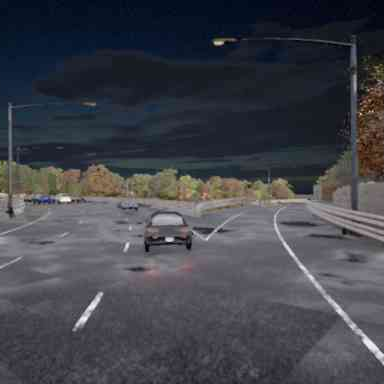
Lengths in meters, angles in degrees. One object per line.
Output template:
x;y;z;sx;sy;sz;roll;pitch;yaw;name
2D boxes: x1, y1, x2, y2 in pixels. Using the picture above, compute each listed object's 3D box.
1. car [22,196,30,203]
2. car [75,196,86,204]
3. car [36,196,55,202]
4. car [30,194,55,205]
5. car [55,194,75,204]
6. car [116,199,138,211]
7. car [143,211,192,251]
-34.661;1.592;70.950;1.895;1.301;4.718;0;0;-45;car
-23.481;1.611;68.404;1.837;1.490;4.892;0;0;-39;car
-32.610;1.542;73.887;2.033;1.411;5.357;0;0;-45;car
-28.674;1.365;63.684;2.150;2.045;5.566;0;0;-39;car
-25.757;1.358;65.650;2.150;2.045;5.566;0;0;-39;car
-8.017;1.588;40.967;2.033;1.411;5.357;0;0;-22;car
-1.099;1.539;14.212;1.812;1.442;4.674;0;0;-7;car
